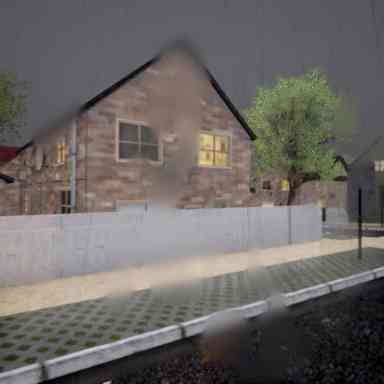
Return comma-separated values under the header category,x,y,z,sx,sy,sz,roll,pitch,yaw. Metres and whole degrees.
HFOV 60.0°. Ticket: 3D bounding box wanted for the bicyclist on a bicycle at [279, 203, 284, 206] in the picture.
category,x,y,z,sx,sy,sz,roll,pitch,yaw
bicyclist on a bicycle,8.457,1.810,31.272,1.656,1.620,0.582,-2,1,-35
